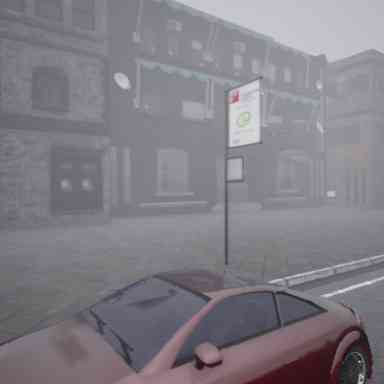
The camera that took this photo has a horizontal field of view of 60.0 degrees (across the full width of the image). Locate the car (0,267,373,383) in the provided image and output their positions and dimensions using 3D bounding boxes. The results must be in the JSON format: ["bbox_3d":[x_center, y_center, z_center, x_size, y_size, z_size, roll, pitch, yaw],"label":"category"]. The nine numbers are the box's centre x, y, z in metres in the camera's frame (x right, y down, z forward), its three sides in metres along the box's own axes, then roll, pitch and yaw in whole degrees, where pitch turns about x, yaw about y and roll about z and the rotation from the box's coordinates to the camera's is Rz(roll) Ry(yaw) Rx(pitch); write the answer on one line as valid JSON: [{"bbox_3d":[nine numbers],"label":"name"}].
[{"bbox_3d":[-0.052,1.560,3.336,4.181,1.385,1.994,0,0,-35],"label":"car"}]
